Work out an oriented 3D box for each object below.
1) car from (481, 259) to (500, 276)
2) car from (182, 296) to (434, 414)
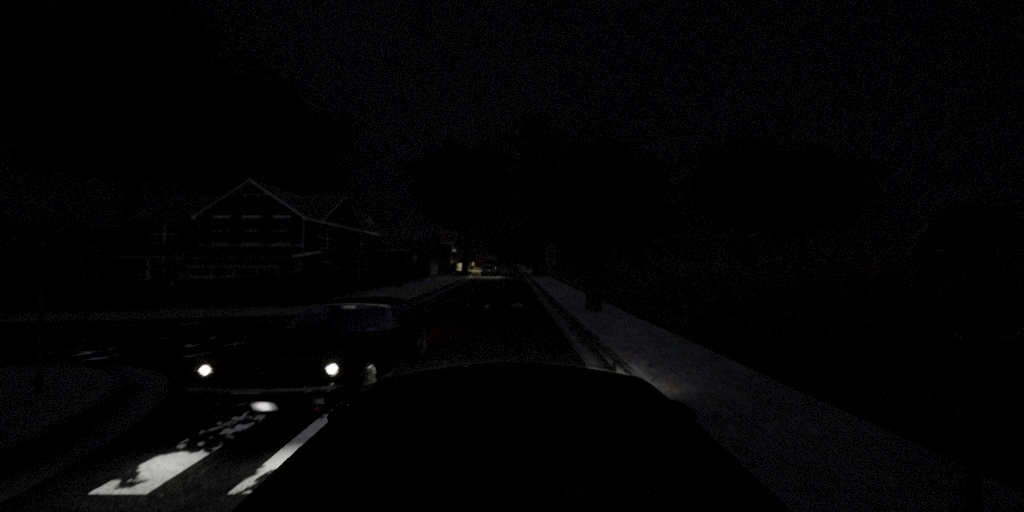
[{"bbox_3d":[-2.762,1.414,46.002,2.150,2.045,5.566,0,-1,0],"label":"car"},{"bbox_3d":[-2.768,1.425,6.205,1.895,1.301,4.718,-1,-1,0],"label":"car"}]
